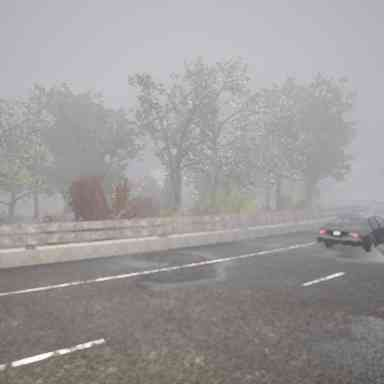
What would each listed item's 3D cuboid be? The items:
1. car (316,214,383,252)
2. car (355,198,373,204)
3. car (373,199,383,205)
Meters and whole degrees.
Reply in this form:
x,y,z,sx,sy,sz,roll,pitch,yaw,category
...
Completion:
x,y,z,sx,sy,sz,roll,pitch,yaw,category
7.500,1.688,14.744,5.357,1.411,2.033,1,0,-43,car
40.227,2.256,79.267,2.128,1.511,4.902,0,0,4,car
43.701,2.302,78.841,1.994,1.385,4.181,0,0,4,car
